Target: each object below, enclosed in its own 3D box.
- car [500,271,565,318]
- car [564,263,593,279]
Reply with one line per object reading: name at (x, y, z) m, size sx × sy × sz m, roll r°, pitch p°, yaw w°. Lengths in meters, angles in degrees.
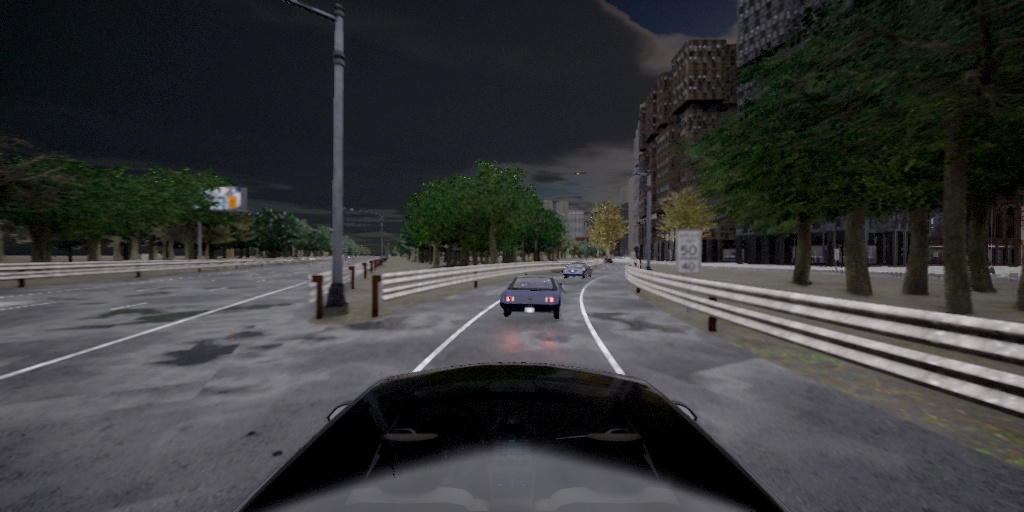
car at (0.876, 1.349, 13.106) m, size 1.895 × 1.301 × 4.718 m, roll 0°, pitch 0°, yaw 9°
car at (6.023, 1.301, 32.342) m, size 2.033 × 1.411 × 5.357 m, roll 0°, pitch 0°, yaw 22°
